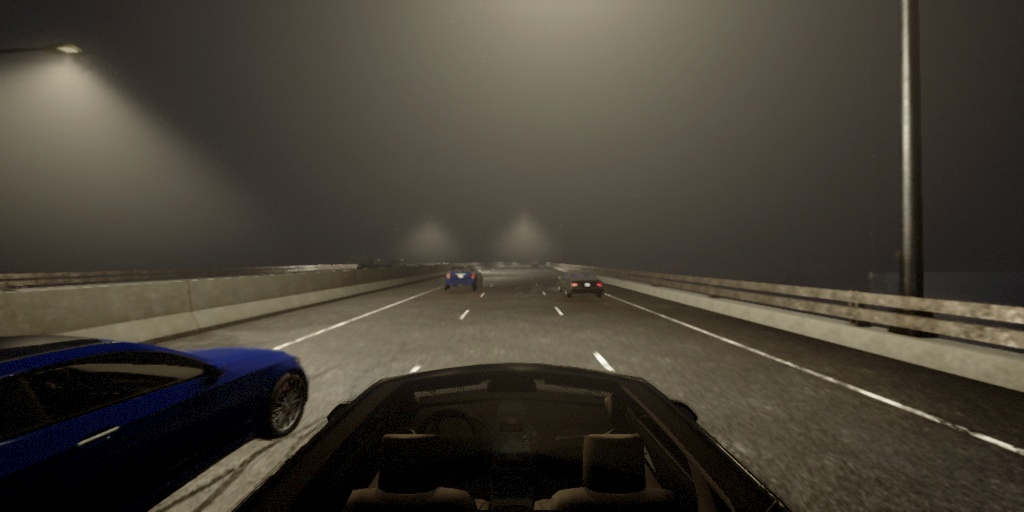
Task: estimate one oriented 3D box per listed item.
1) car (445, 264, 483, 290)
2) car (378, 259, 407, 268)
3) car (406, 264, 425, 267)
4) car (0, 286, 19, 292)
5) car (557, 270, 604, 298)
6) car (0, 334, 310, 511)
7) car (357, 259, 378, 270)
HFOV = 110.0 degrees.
[{"bbox_3d":[-3.227,1.323,24.788,2.097,1.767,4.553,0,-1,1],"label":"car"},{"bbox_3d":[-16.793,1.477,51.881,2.150,2.045,5.566,0,-1,2],"label":"car"},{"bbox_3d":[-13.293,1.824,51.991,1.994,1.385,4.181,0,-1,2],"label":"car"},{"bbox_3d":[-14.078,1.408,8.617,1.895,1.301,4.718,0,-1,0],"label":"car"},{"bbox_3d":[3.710,1.477,20.061,2.033,1.411,5.357,0,-1,1],"label":"car"},{"bbox_3d":[-3.396,1.281,2.472,1.812,1.442,4.674,0,-1,0],"label":"car"},{"bbox_3d":[-20.293,1.475,51.872,2.150,2.045,5.566,0,-1,2],"label":"car"}]
